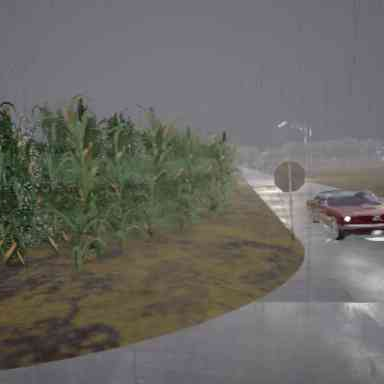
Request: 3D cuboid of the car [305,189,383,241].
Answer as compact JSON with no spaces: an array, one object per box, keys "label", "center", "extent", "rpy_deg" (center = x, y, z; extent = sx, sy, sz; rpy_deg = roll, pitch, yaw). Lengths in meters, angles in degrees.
[{"label":"car","center":[5.167,0.605,10.997],"extent":[1.895,1.301,4.718],"rpy_deg":[-3,4,7]}]
